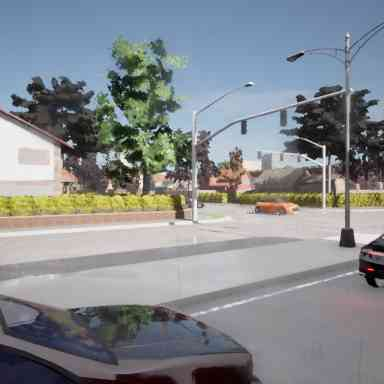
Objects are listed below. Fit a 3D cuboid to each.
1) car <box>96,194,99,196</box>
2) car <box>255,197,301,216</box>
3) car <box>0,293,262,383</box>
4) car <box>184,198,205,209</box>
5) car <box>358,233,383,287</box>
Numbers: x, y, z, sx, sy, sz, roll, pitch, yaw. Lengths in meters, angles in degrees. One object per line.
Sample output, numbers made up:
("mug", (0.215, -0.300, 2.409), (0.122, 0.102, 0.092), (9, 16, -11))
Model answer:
("car", (-19.600, 1.340, 71.541), (2.097, 1.767, 4.553), (0, 0, -36))
("car", (8.412, 1.351, 32.823), (2.097, 1.767, 4.553), (0, 0, -36))
("car", (-1.954, 1.547, 2.355), (5.357, 1.411, 2.033), (0, 0, -35))
("car", (-0.105, 1.564, 44.561), (1.994, 1.385, 4.181), (0, 0, -36))
("car", (5.965, 1.492, 8.038), (4.902, 1.511, 2.128), (0, 0, -35))
